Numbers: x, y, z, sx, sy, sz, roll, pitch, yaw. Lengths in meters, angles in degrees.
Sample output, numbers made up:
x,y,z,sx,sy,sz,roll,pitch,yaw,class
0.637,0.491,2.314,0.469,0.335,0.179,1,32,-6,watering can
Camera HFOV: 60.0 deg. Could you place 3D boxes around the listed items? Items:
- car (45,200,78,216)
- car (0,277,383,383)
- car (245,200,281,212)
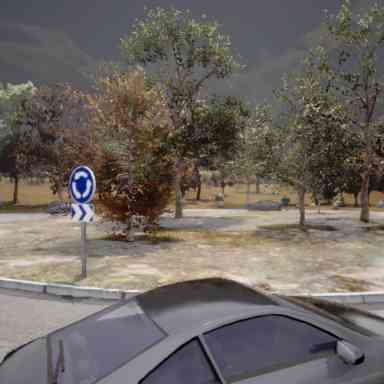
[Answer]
x,y,z,sx,sy,sz,roll,pitch,yaw,class
-12.343,1.611,33.815,1.837,1.490,4.892,-2,-1,42,car
0.440,1.568,3.074,4.181,1.385,1.994,0,0,-24,car
8.317,1.611,38.980,4.181,1.385,1.994,-1,0,24,car
